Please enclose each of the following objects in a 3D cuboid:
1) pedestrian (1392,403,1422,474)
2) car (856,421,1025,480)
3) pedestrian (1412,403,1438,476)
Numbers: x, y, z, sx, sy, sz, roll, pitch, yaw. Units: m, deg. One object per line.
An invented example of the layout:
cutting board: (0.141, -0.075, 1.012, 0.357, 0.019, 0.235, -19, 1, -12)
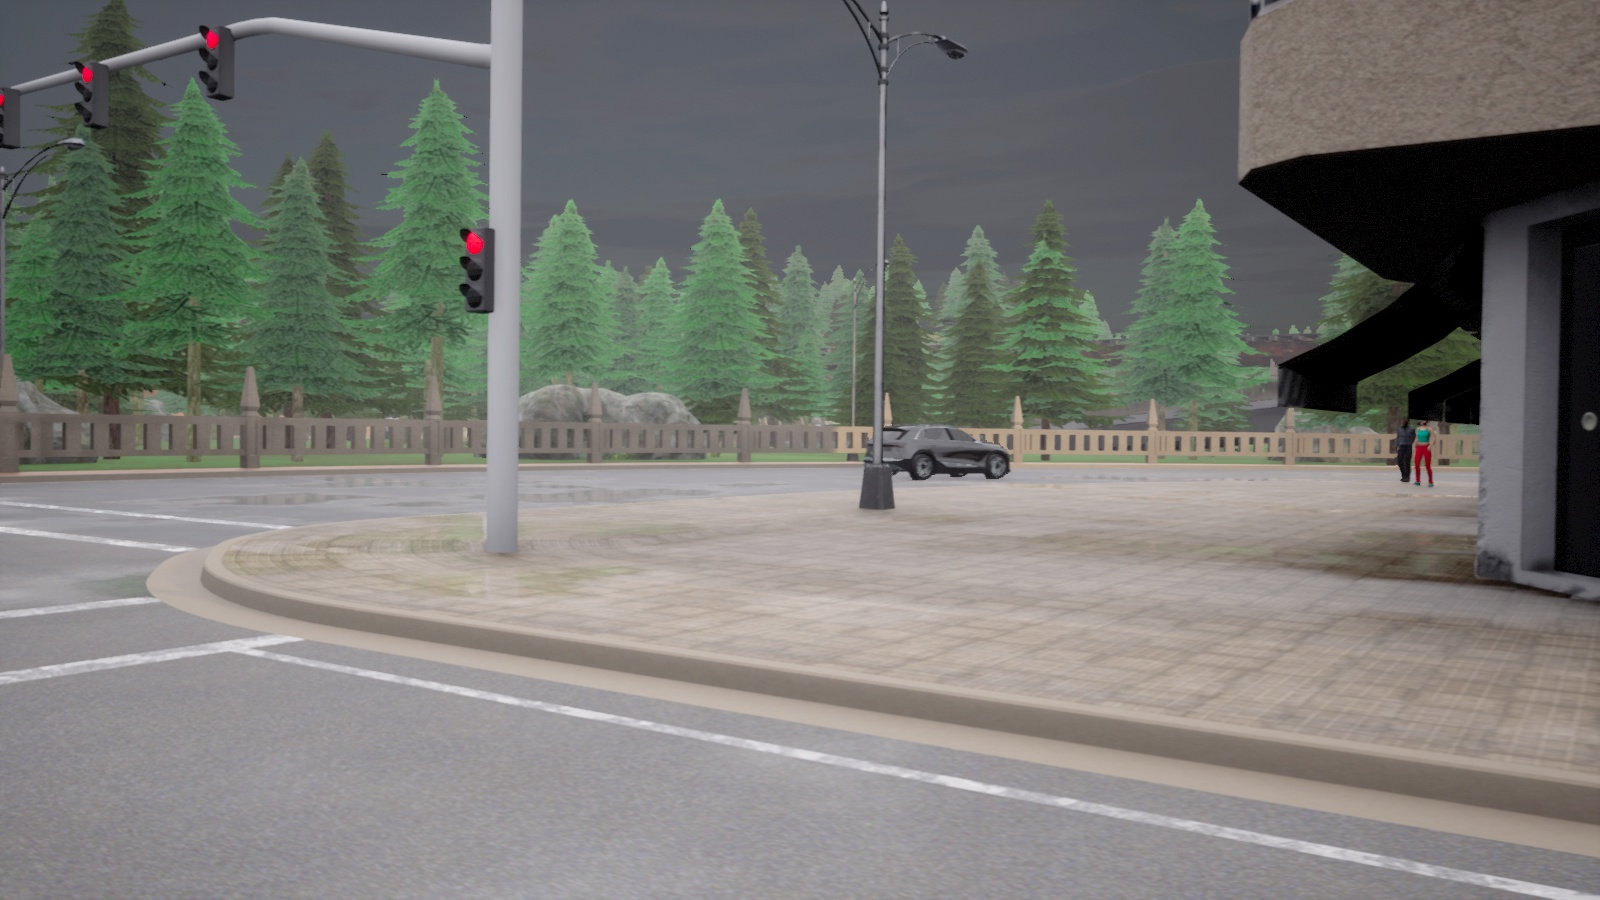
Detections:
pedestrian: (16.864, -0.334, 34.890, 0.788, 1.949, 0.423, -1, 1, -38)
car: (4.199, -0.029, 37.250, 4.856, 1.649, 2.033, -1, 1, -35)
pedestrian: (15.799, -0.270, 31.755, 0.594, 1.836, 0.345, -1, 1, -35)
